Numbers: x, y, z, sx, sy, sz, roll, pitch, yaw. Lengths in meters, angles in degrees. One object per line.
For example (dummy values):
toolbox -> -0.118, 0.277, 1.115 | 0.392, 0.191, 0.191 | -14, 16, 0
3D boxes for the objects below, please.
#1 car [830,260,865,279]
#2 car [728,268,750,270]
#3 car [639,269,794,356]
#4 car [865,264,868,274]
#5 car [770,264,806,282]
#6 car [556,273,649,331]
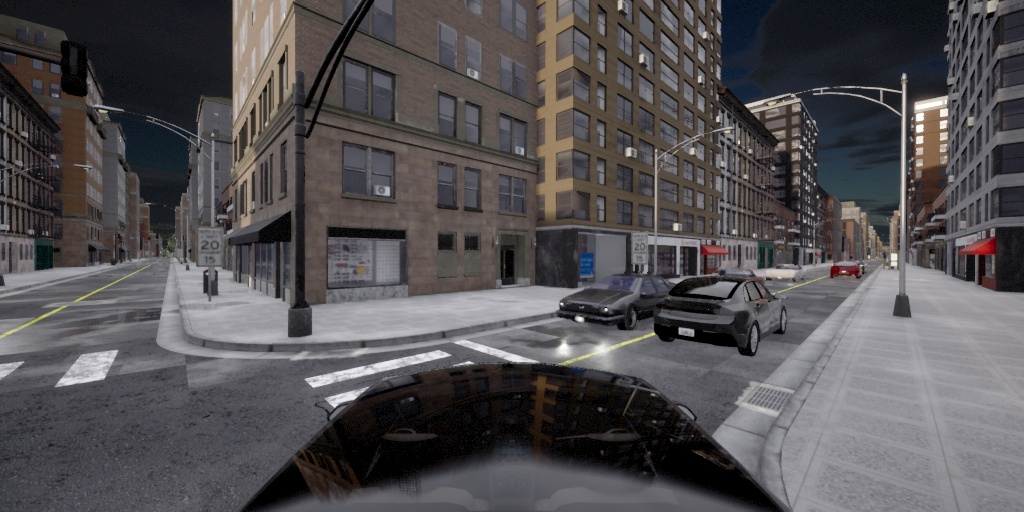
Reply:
car -> 30.069, 1.180, 32.236 | 5.008, 1.535, 1.882 | 0, 0, -43
car -> 11.223, 1.309, 18.361 | 4.718, 1.301, 1.895 | 0, 0, -44
car -> 5.174, 1.242, 8.695 | 4.892, 1.490, 1.837 | 0, 0, -44
car -> 37.629, 1.194, 39.458 | 4.902, 1.511, 2.128 | 0, 0, -43
car -> 21.435, 1.294, 28.032 | 4.718, 1.301, 1.895 | 0, 0, -42
car -> 3.703, 1.267, 11.232 | 5.357, 1.411, 2.033 | 0, 0, -44
